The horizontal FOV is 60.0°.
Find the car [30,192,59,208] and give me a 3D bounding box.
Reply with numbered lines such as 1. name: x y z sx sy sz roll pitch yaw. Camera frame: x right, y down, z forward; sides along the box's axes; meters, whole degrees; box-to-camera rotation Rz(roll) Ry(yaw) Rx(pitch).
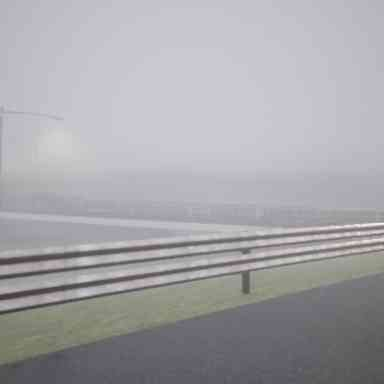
1. car: -17.567 1.056 41.336 5.566 2.045 2.150 1 -1 28

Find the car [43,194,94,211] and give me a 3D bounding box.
1. car: -13.054 1.305 35.074 4.674 1.442 1.812 1 -1 27
